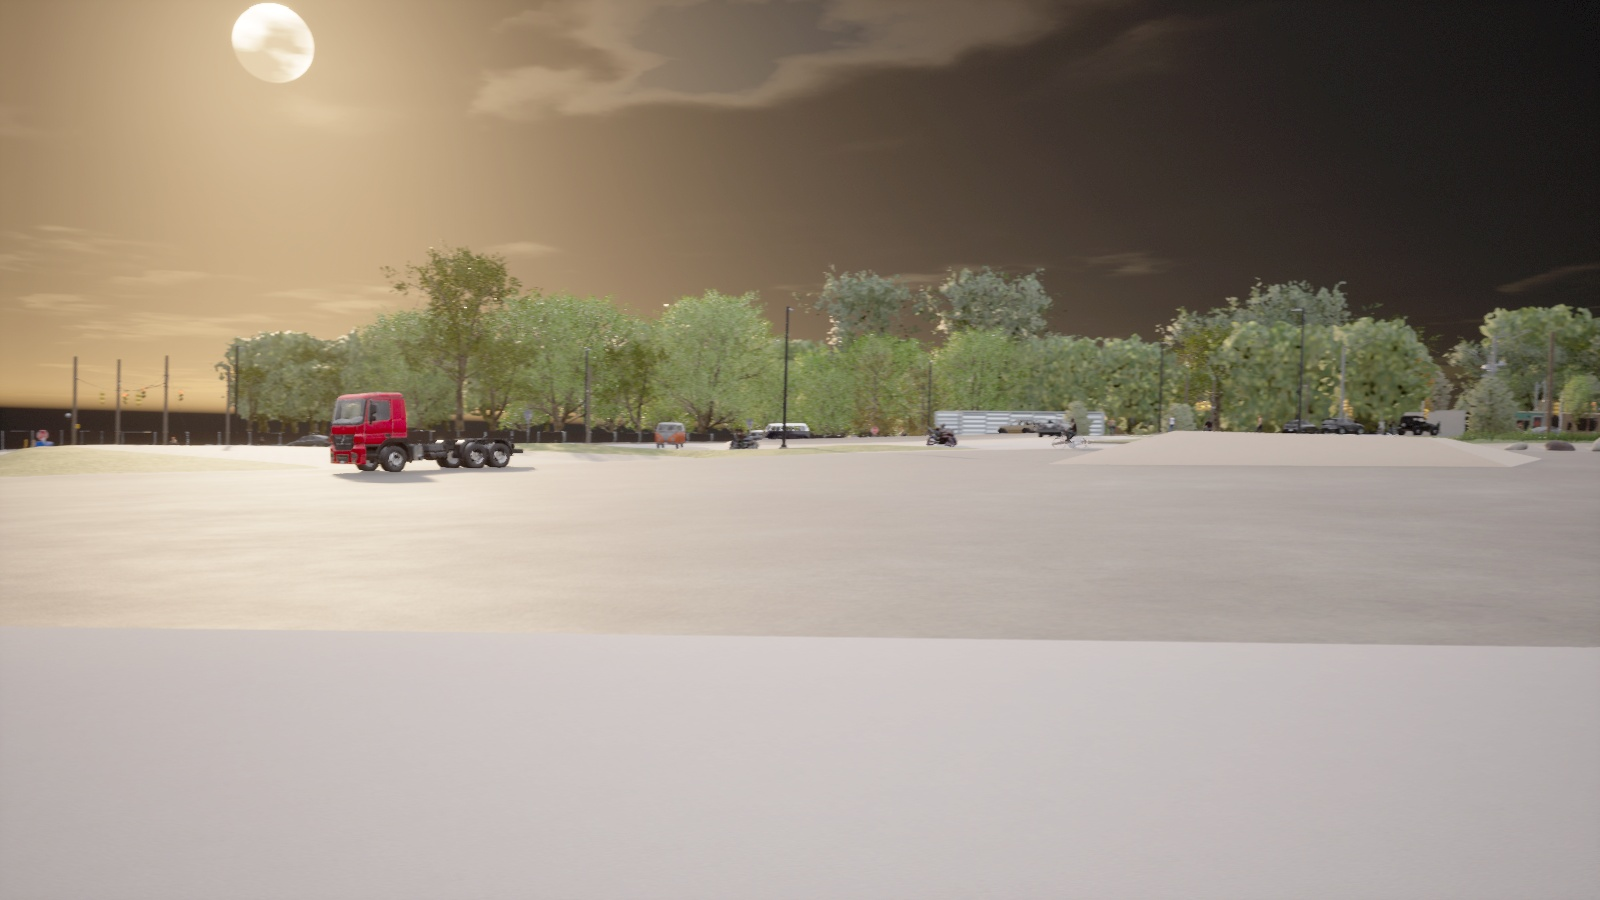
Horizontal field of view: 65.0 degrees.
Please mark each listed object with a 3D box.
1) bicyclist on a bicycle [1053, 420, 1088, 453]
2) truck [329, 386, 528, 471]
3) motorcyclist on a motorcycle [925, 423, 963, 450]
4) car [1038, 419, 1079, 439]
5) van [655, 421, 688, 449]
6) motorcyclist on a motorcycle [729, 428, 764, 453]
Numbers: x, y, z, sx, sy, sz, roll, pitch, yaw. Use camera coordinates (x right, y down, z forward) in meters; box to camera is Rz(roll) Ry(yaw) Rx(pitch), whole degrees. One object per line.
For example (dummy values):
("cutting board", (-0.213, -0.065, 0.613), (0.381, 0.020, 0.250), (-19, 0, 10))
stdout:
("bicyclist on a bicycle", (14.743, -0.753, 68.517), (1.843, 1.776, 0.659), (0, 3, 11))
("truck", (-16.192, -0.968, 55.194), (7.936, 3.462, 2.891), (-2, 2, -44))
("motorcyclist on a motorcycle", (9.076, -0.857, 79.322), (2.191, 1.530, 0.866), (5, 3, 39))
("car", (19.591, -1.592, 95.090), (1.970, 1.475, 3.806), (1, 2, 29))
("van", (-9.784, -1.185, 95.848), (1.775, 1.987, 4.442), (2, 2, 3))
("motorcyclist on a motorcycle", (-3.611, -0.659, 84.543), (2.350, 1.649, 0.766), (0, -1, 32))
